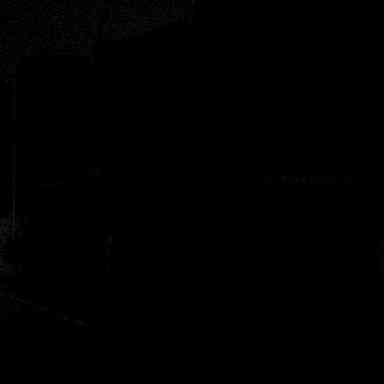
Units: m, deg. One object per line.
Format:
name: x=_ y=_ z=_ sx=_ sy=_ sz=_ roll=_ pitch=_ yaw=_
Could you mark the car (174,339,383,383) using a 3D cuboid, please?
car: x=1.781 y=1.545 z=1.527 sx=4.507 sy=1.381 sz=1.887 roll=0 pitch=1 yaw=36
